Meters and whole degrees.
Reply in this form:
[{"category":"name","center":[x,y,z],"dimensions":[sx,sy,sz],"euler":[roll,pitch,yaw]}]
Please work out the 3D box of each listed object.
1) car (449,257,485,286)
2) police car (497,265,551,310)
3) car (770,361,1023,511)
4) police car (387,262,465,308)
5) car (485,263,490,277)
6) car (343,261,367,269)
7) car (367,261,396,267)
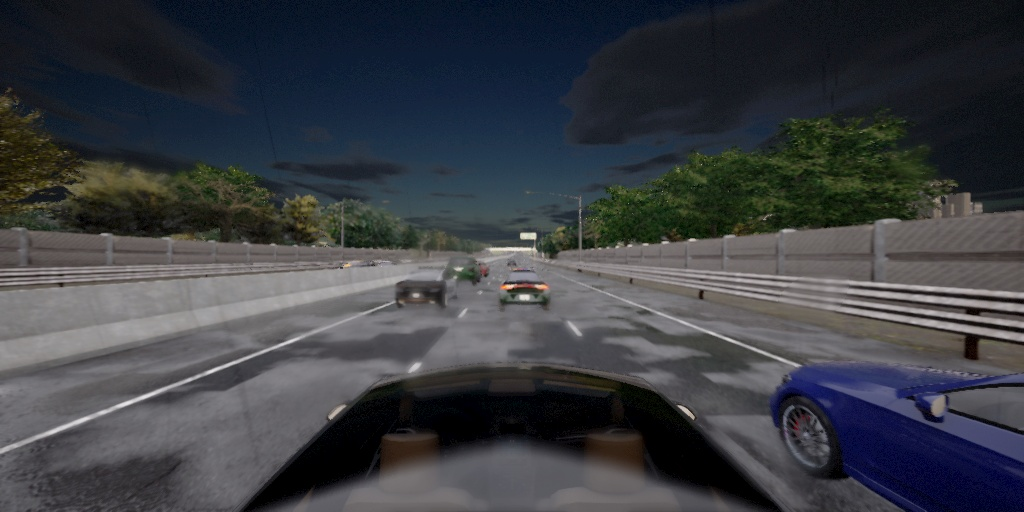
[{"category":"car","center":[-3.507,1.075,26.610],"dimensions":[2.150,2.045,5.566],"euler":[0,0,0]},{"category":"police car","center":[0.396,1.308,15.077],"dimensions":[2.038,1.542,4.974],"euler":[0,-1,-2]},{"category":"car","center":[3.600,1.276,1.768],"dimensions":[1.812,1.442,4.674],"euler":[0,0,0]},{"category":"police car","center":[-3.503,1.235,15.689],"dimensions":[1.930,1.638,5.238],"euler":[0,0,0]},{"category":"car","center":[-3.510,1.243,37.550],"dimensions":[2.097,1.767,4.553],"euler":[0,0,0]},{"category":"car","center":[-17.589,1.395,42.351],"dimensions":[2.128,1.511,4.902],"euler":[0,0,0]},{"category":"car","center":[-14.093,1.447,40.665],"dimensions":[2.033,1.411,5.357],"euler":[0,0,0]}]
